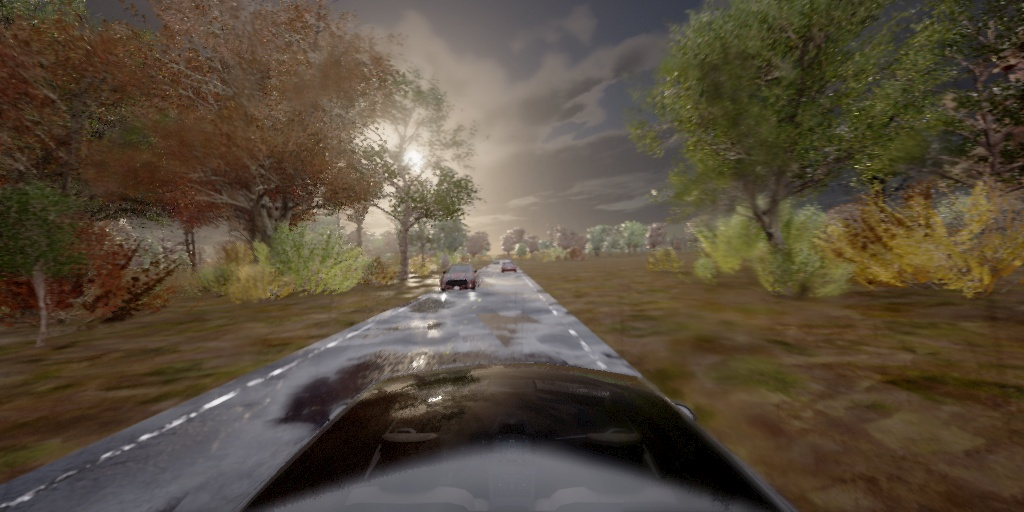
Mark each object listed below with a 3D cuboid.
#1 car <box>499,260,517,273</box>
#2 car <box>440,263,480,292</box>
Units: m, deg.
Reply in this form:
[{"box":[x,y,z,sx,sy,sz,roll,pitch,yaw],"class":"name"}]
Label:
[{"box":[-0.408,1.475,48.223,1.994,1.385,4.181,-2,0,-1],"class":"car"},{"box":[-3.254,1.292,23.092,2.097,1.767,4.553,-2,0,-1],"class":"car"}]
